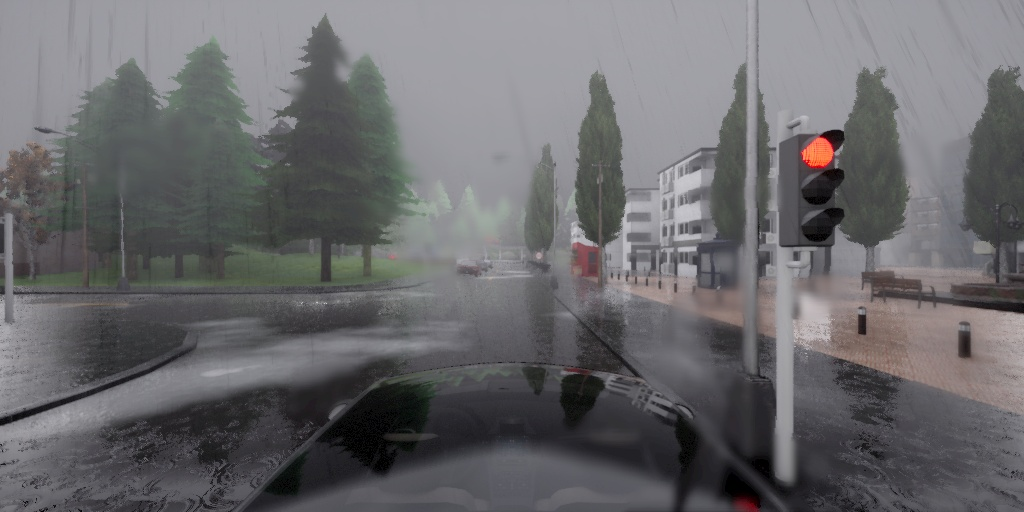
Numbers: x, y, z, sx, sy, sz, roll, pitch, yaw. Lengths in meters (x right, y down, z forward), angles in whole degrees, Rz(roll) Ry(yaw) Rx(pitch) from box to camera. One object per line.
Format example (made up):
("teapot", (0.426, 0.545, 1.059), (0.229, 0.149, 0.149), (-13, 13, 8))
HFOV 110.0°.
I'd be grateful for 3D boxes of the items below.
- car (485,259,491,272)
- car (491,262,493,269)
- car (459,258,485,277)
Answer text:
("car", (-4.081, 1.308, 45.649), (1.994, 1.385, 4.181), (0, 0, 0))
("car", (-4.037, 1.268, 56.071), (1.812, 1.442, 4.674), (0, 0, 0))
("car", (-4.095, 1.223, 35.728), (1.882, 1.535, 5.008), (0, 0, 0))
